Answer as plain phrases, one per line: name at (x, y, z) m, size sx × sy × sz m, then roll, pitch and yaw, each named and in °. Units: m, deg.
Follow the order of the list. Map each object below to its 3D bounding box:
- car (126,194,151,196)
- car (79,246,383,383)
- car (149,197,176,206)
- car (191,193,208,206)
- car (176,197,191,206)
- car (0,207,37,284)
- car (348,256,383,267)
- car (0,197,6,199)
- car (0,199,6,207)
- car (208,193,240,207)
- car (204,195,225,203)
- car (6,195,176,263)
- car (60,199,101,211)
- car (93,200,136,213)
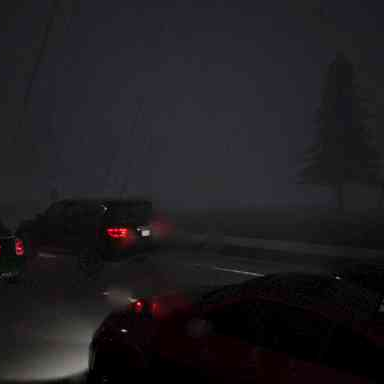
car at (-6.429, 1.221, 35.343) m, size 2.150 × 2.045 × 5.566 m, roll 0°, pitch 0°, yaw 36°
car at (0.865, 1.564, 3.371) m, size 4.181 × 1.385 × 1.994 m, roll 0°, pitch 0°, yaw 35°
car at (-4.802, 1.598, 55.369) m, size 1.895 × 1.301 × 4.718 m, roll 0°, pitch 0°, yaw 36°
car at (2.690, 1.222, 53.750) m, size 2.150 × 2.045 × 5.566 m, roll 0°, pitch 0°, yaw 36°
car at (-1.318, 1.524, 54.215) m, size 1.812 × 1.442 × 4.674 m, roll 0°, pitch 0°, yaw 36°
car at (-6.188, 1.351, 8.364) m, size 4.553 × 1.767 × 2.097 m, roll 0°, pitch 0°, yaw 36°
car at (4.734, 1.478, 4.913) m, size 5.008 × 1.535 × 1.882 m, roll 0°, pitch 0°, yaw 35°
car at (-17.028, 1.476, 32.758) m, size 1.882 × 1.535 × 5.008 m, roll 0°, pitch 0°, yaw 37°
car at (-16.840, 1.546, 26.993) m, size 2.033 × 1.411 × 5.357 m, roll 0°, pitch 0°, yaw 36°
car at (5.325, 1.222, 51.428) m, size 2.150 × 2.045 × 5.566 m, roll 0°, pitch 0°, yaw 36°
car at (4.575, 1.394, 68.056) m, size 1.882 × 1.535 × 5.008 m, roll 0°, pitch 0°, yaw 36°
car at (-3.445, 1.221, 10.707) m, size 5.566 × 2.045 × 2.150 m, roll 0°, pitch 0°, yaw 36°
car at (-14.161, 1.599, 42.558) m, size 1.895 × 1.301 × 4.718 m, roll 0°, pitch 0°, yaw 36°
car at (-8.813, 1.599, 38.012) m, size 1.895 × 1.301 × 4.718 m, roll 0°, pitch 0°, yaw 36°
